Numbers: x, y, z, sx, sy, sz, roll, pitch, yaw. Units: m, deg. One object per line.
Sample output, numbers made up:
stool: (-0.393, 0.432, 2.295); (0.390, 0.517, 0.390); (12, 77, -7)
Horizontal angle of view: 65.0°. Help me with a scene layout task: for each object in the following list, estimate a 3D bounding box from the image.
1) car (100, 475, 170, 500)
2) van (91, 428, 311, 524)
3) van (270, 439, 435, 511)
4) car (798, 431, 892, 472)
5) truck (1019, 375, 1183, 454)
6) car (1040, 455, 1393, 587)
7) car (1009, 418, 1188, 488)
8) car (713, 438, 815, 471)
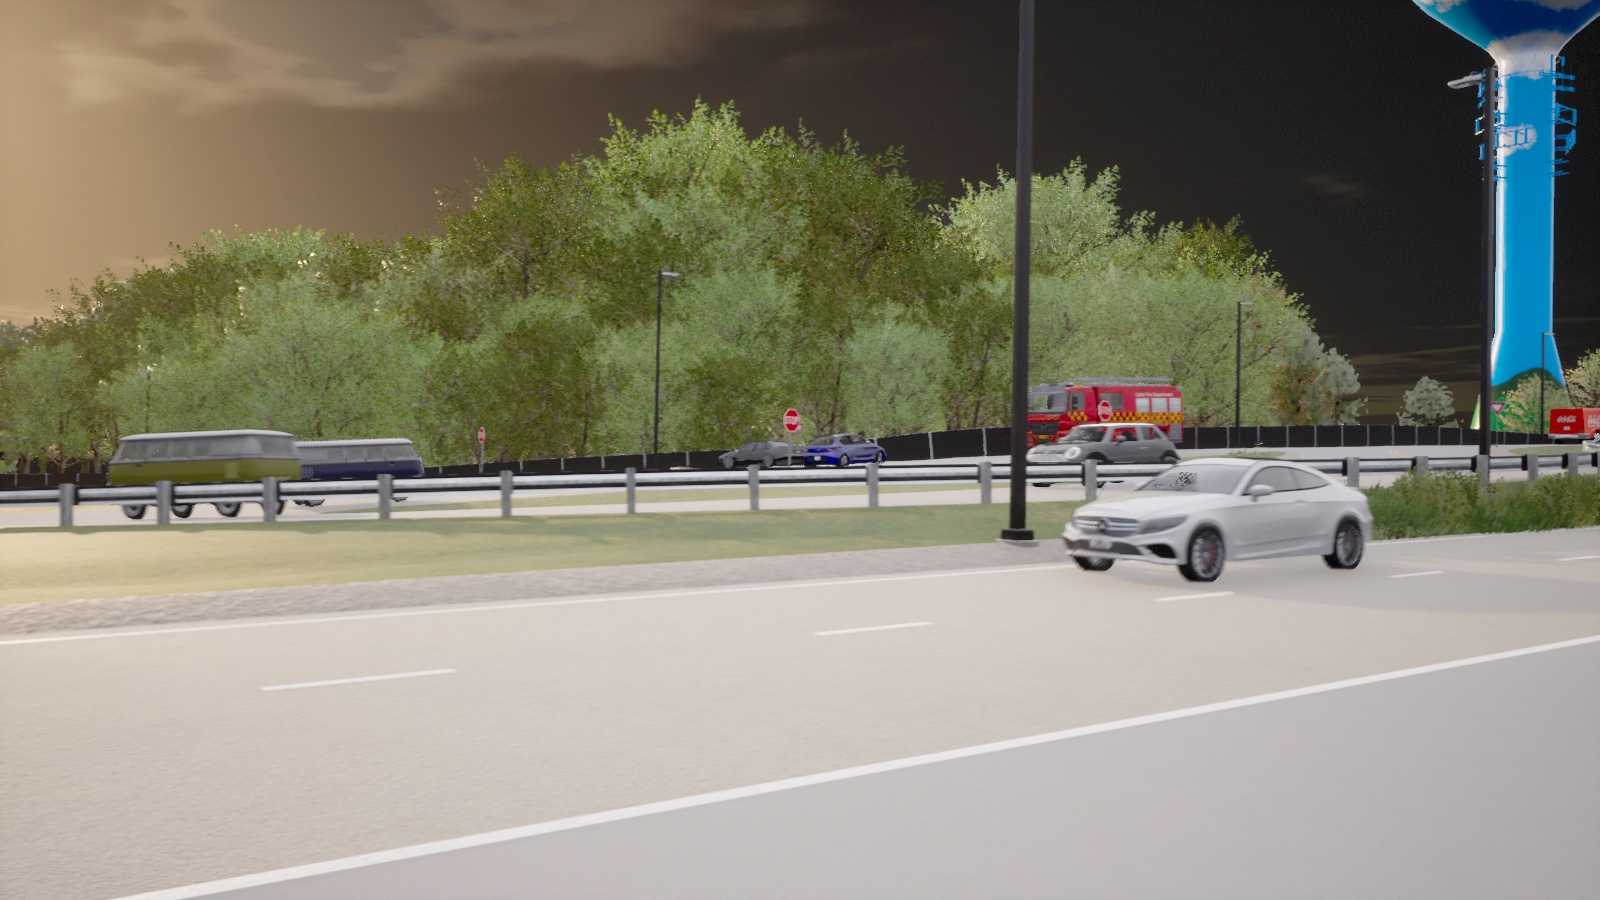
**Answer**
car: (-42.963, 2.417, 81.112); (3.988, 1.617, 1.851); (0, -2, 21)
van: (-13.736, 0.630, 28.839); (4.442, 1.987, 1.775); (-2, -2, 16)
van: (-13.816, 0.728, 38.894); (4.442, 1.987, 1.775); (-3, 1, -34)
car: (1.865, 0.031, 51.090); (1.816, 1.474, 4.193); (-1, 2, 34)
truck: (15.456, -1.828, 64.206); (8.468, 3.827, 2.891); (-2, 1, -31)
car: (5.364, 0.793, 15.921); (4.674, 1.442, 1.812); (0, 0, -35)
car: (7.020, 0.048, 29.464); (3.806, 1.475, 1.970); (-2, 0, -34)
car: (-1.867, 0.262, 63.147); (2.033, 1.411, 5.357); (1, -4, -44)
